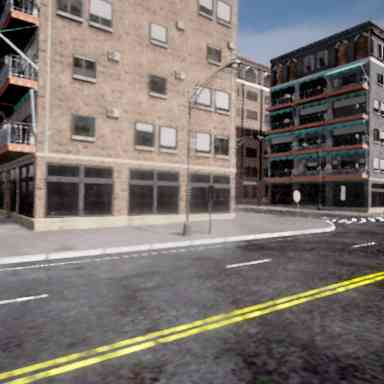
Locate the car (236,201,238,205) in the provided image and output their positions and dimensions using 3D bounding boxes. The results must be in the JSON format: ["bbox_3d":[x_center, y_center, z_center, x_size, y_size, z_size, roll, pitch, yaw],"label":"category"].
[{"bbox_3d":[4.946,1.487,49.384,1.802,1.307,4.206,3,-1,-37],"label":"car"}]
